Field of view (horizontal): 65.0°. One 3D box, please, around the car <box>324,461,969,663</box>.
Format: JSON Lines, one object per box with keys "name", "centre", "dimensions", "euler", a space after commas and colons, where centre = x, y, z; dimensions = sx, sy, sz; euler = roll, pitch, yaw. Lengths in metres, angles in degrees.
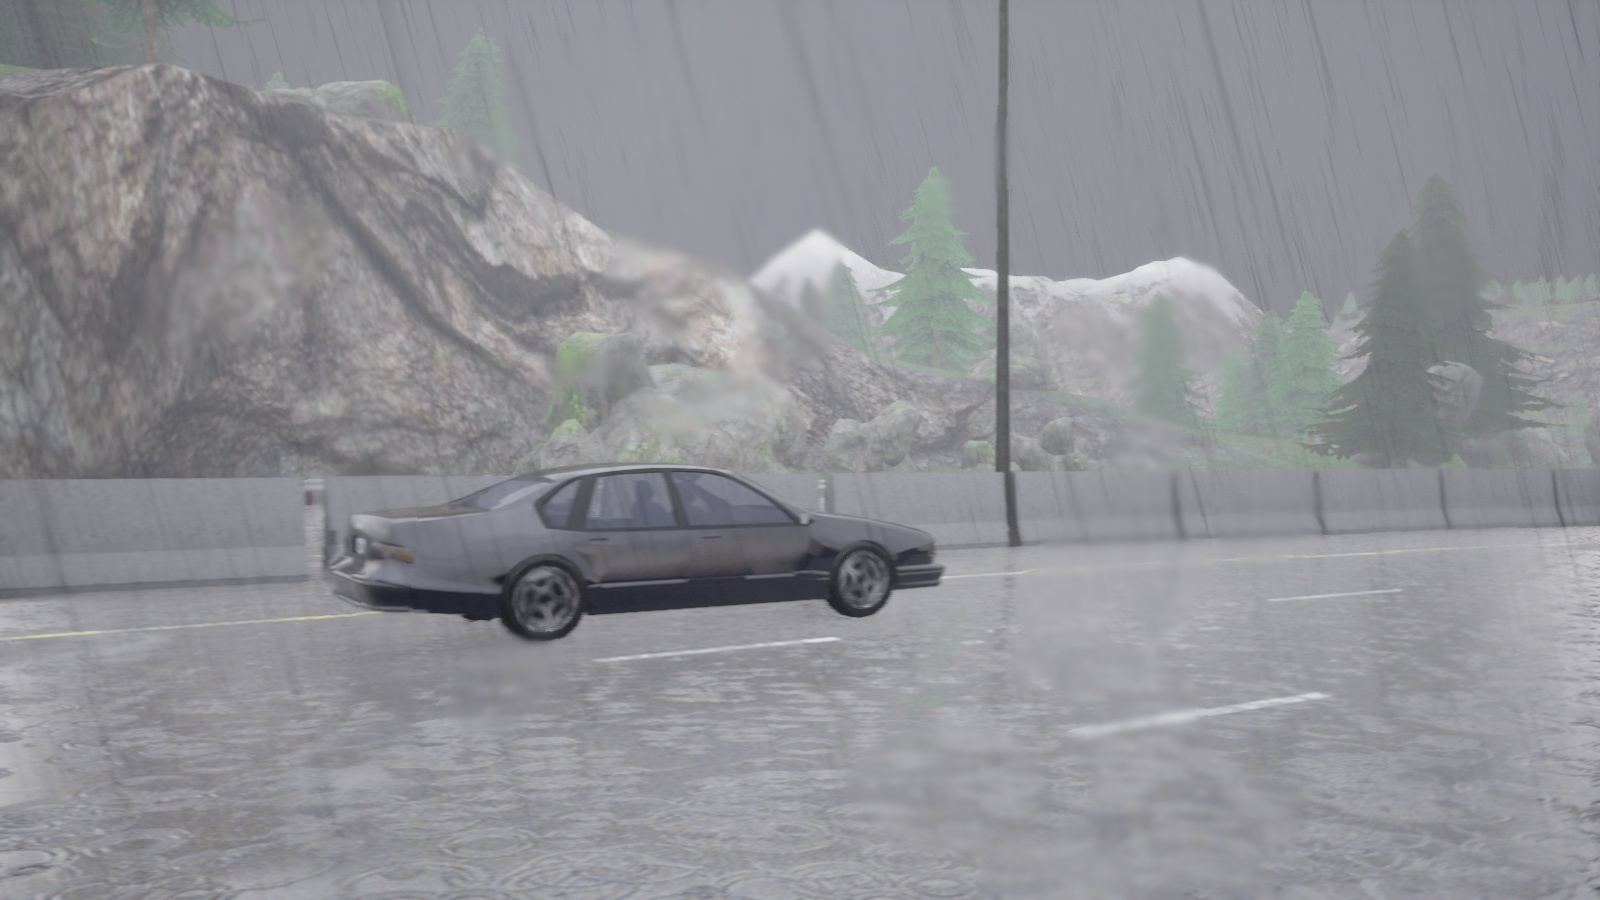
{"name": "car", "centre": [-1.232, 0.818, 11.224], "dimensions": [5.357, 1.411, 2.033], "euler": [0, 0, -32]}
